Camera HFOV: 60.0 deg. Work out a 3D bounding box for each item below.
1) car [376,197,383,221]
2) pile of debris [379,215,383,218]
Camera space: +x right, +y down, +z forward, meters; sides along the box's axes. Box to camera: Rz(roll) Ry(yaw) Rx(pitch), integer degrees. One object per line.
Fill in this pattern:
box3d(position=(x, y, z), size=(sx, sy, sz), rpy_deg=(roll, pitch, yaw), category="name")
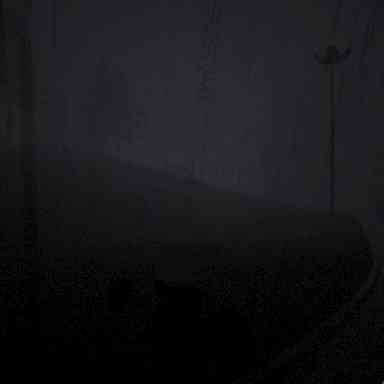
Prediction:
box3d(position=(17.284, 1.336, 28.471), size=(2.150, 2.045, 5.566), rpy_deg=(0, 0, 22), category="car")
box3d(position=(18.199, 2.299, 30.627), size=(1.500, 0.140, 1.860), rpy_deg=(0, 0, 20), category="pile of debris")
